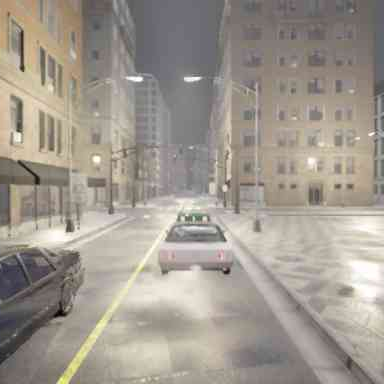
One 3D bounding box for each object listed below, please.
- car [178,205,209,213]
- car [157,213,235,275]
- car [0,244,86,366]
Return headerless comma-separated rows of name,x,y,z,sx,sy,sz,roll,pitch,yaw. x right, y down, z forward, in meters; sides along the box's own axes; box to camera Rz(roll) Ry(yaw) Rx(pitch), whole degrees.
car,0.096,1.458,20.396,1.895,1.301,4.718,0,0,0
car,0.099,1.529,10.161,1.895,1.301,4.718,0,0,0
car,-3.093,1.514,4.597,2.033,1.411,5.357,0,0,0
